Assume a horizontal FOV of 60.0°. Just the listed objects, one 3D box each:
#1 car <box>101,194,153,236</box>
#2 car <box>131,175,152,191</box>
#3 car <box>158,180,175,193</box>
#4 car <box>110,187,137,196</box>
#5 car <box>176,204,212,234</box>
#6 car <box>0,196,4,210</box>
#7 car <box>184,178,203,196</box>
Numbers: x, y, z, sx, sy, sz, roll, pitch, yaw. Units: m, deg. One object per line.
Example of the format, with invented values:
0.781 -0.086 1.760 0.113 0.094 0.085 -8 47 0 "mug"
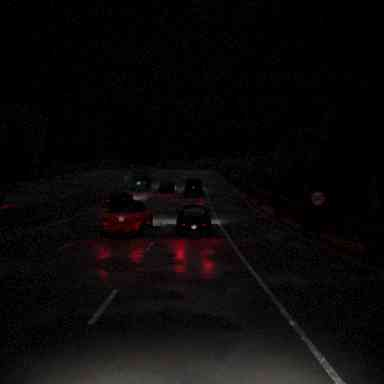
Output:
-3.399 1.252 18.138 2.097 1.767 4.553 0 2 0 "car"
-6.875 -1.321 45.436 2.150 2.045 5.566 0 7 0 "car"
-3.284 -0.868 43.767 1.882 1.535 5.008 0 7 0 "car"
-6.843 0.612 31.843 1.895 1.301 4.718 0 5 0 "car"
0.101 1.410 18.383 1.812 1.442 4.674 0 2 0 "car"
-17.526 0.904 27.429 1.837 1.490 4.892 0 4 1 "car"
0.200 -0.751 40.678 2.150 2.045 5.566 0 7 0 "car"
